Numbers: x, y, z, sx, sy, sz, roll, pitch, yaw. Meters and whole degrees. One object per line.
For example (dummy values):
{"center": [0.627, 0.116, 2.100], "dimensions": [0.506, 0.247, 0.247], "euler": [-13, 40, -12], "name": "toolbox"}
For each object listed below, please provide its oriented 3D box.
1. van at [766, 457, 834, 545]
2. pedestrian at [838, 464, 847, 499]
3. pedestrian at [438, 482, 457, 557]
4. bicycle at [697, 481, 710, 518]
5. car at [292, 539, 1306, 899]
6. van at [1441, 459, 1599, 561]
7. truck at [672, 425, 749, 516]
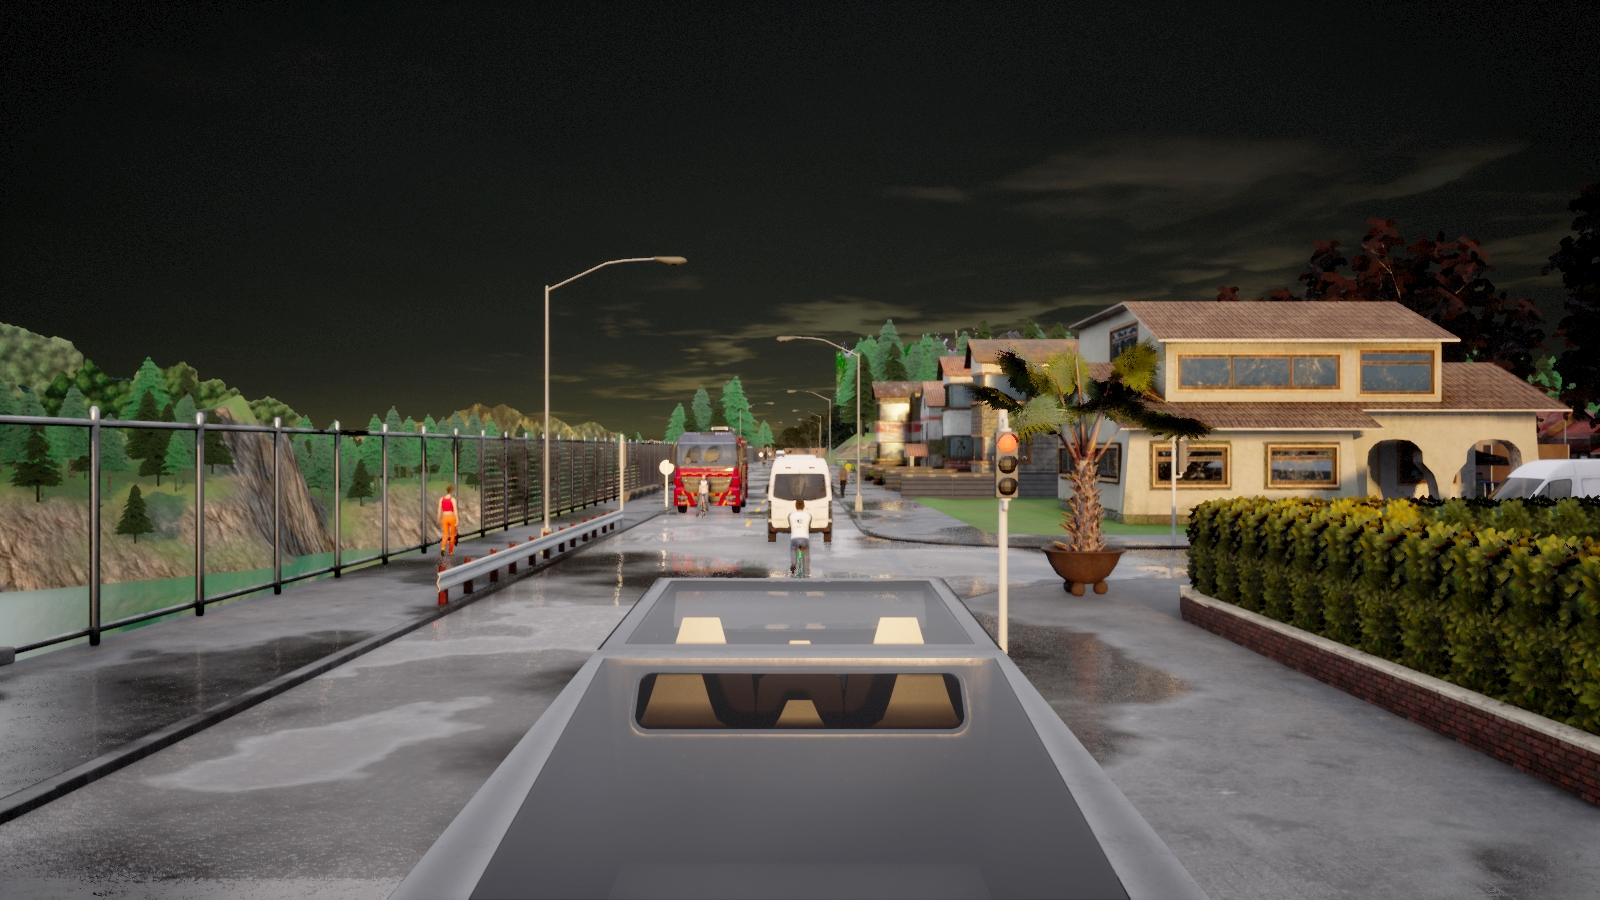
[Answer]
{"center": [0.002, 1.521, 36.753], "dimensions": [1.988, 2.561, 5.915], "euler": [0, 0, 0], "name": "van"}
{"center": [2.300, 1.701, 61.799], "dimensions": [0.375, 1.860, 0.375], "euler": [0, 0, -21], "name": "pedestrian"}
{"center": [-8.864, 1.733, 28.734], "dimensions": [0.375, 1.860, 0.375], "euler": [0, 0, 2], "name": "pedestrian"}
{"center": [-3.996, 2.038, 47.352], "dimensions": [0.373, 1.496, 1.643], "euler": [0, 0, 0], "name": "bicycle"}
{"center": [-0.001, 1.751, 5.830], "dimensions": [2.390, 2.098, 6.274], "euler": [0, 0, 0], "name": "car"}
{"center": [20.333, 1.523, 29.984], "dimensions": [5.915, 2.561, 1.988], "euler": [0, 0, 0], "name": "van"}
{"center": [-3.997, 0.871, 52.639], "dimensions": [2.891, 3.827, 8.468], "euler": [0, 0, 0], "name": "truck"}
